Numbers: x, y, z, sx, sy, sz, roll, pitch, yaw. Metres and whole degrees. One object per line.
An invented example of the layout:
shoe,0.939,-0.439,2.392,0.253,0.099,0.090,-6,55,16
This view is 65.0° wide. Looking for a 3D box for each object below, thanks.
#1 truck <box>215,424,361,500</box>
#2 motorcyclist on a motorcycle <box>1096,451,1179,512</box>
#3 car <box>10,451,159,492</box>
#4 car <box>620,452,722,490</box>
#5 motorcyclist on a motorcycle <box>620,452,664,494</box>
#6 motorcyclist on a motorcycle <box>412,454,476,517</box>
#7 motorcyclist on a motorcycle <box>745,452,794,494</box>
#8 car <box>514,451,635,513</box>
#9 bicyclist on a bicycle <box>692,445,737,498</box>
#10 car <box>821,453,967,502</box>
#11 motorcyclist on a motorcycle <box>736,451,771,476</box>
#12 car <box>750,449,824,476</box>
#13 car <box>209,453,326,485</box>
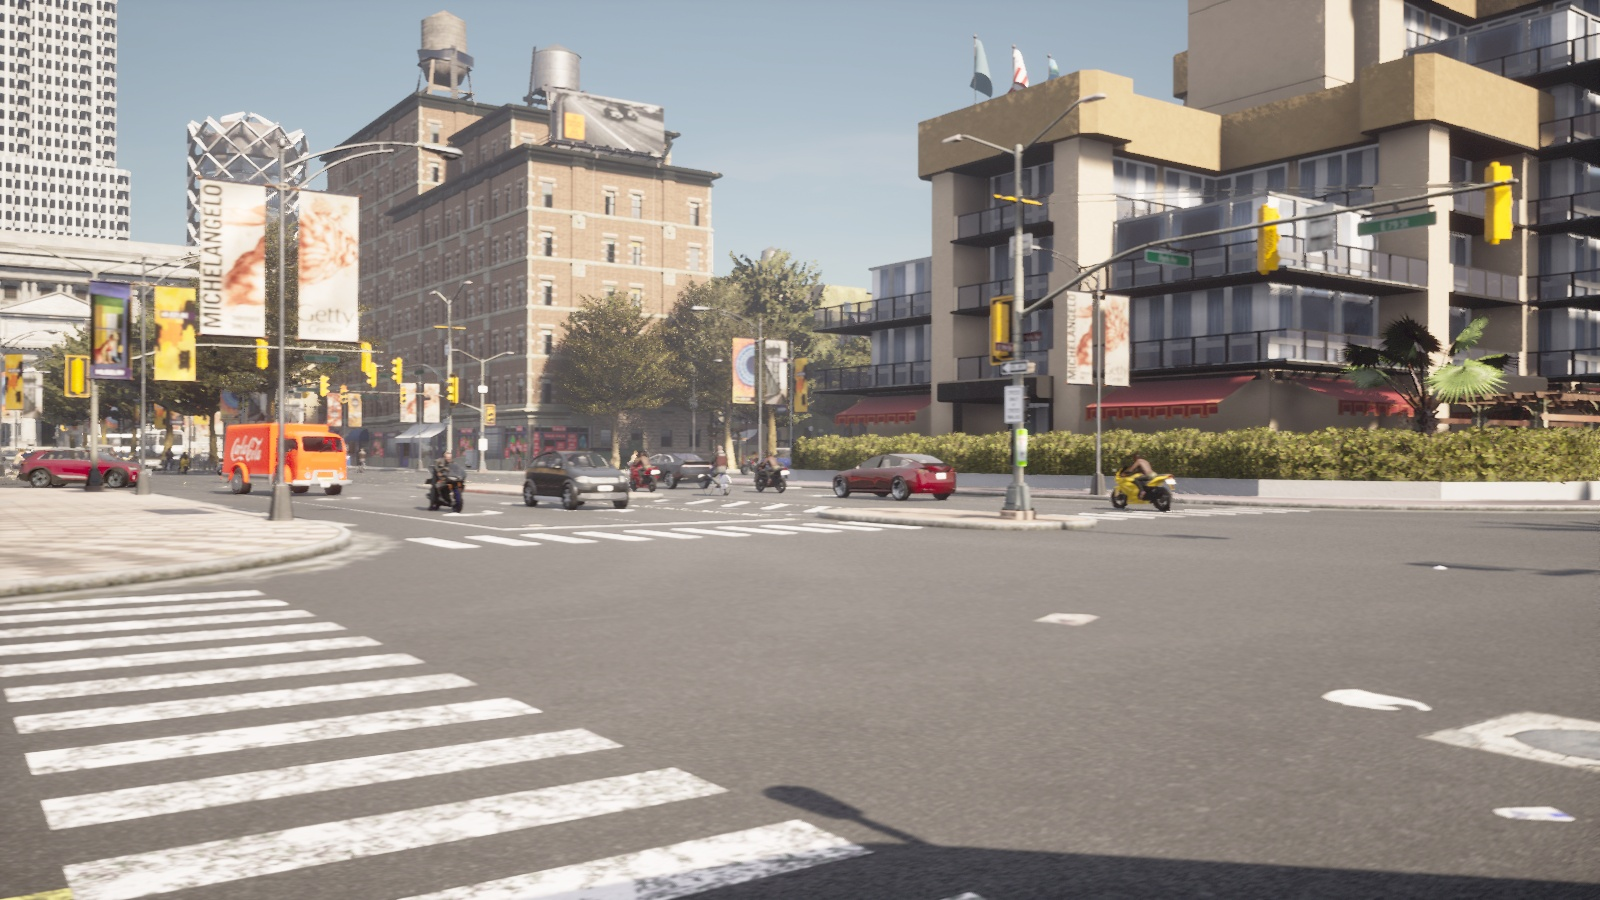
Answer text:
truck,-17.716,0.402,43.358,5.204,2.467,2.627,0,-1,42
motorcyclist on a motorcycle,8.758,0.789,32.635,0.797,1.523,2.044,0,0,-35
car,-29.116,0.862,51.218,4.856,1.649,2.033,0,0,-7
car,-5.453,0.842,52.617,2.128,1.511,4.902,0,0,-35
motorcyclist on a motorcycle,-5.969,0.856,47.350,0.797,1.523,2.044,0,0,-35
motorcyclist on a motorcycle,-9.021,0.877,31.768,0.866,1.530,2.191,0,0,-35
motorcyclist on a motorcycle,-1.142,0.844,46.592,0.797,1.523,2.044,0,0,-35
car,-6.102,0.819,33.703,1.789,1.549,3.705,0,0,-35
bicyclist on a bicycle,-2.935,0.727,43.069,0.659,1.776,1.843,0,0,-35
car,2.984,0.838,40.769,2.163,1.488,4.792,0,0,-35
motorcyclist on a motorcycle,-3.136,0.912,85.673,2.350,1.649,0.766,0,0,-36
car,-0.845,0.809,83.026,4.553,1.767,2.097,0,0,-36
car,-26.313,0.909,62.209,2.128,1.511,4.902,0,0,38
